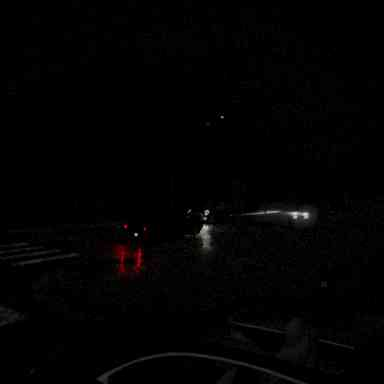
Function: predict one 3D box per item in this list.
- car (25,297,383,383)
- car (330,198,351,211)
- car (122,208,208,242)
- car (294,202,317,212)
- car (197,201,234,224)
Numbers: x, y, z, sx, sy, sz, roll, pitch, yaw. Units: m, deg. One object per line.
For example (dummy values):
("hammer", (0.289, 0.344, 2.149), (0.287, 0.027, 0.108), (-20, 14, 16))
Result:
("car", (0.467, 1.550, 2.458), (4.403, 1.369, 2.008), (0, 1, 36))
("car", (23.561, 1.955, 52.638), (2.150, 2.045, 5.566), (2, 0, 35))
("car", (-1.375, 1.764, 17.745), (1.895, 1.301, 4.718), (2, 0, 36))
("car", (16.021, 2.126, 47.003), (1.895, 1.301, 4.718), (2, 0, 36))
("car", (1.544, 1.538, 26.841), (2.097, 1.767, 4.553), (2, 0, 35))
